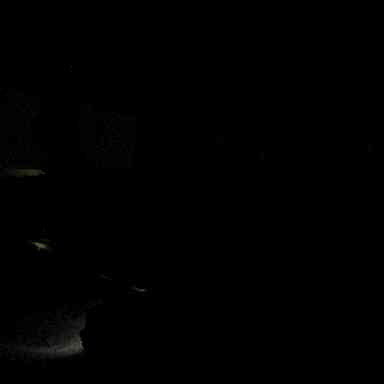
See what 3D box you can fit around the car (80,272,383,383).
[{"bbox_3d":[1.011,1.559,3.128,5.357,1.411,2.033,0,0,44],"label":"car"}]
